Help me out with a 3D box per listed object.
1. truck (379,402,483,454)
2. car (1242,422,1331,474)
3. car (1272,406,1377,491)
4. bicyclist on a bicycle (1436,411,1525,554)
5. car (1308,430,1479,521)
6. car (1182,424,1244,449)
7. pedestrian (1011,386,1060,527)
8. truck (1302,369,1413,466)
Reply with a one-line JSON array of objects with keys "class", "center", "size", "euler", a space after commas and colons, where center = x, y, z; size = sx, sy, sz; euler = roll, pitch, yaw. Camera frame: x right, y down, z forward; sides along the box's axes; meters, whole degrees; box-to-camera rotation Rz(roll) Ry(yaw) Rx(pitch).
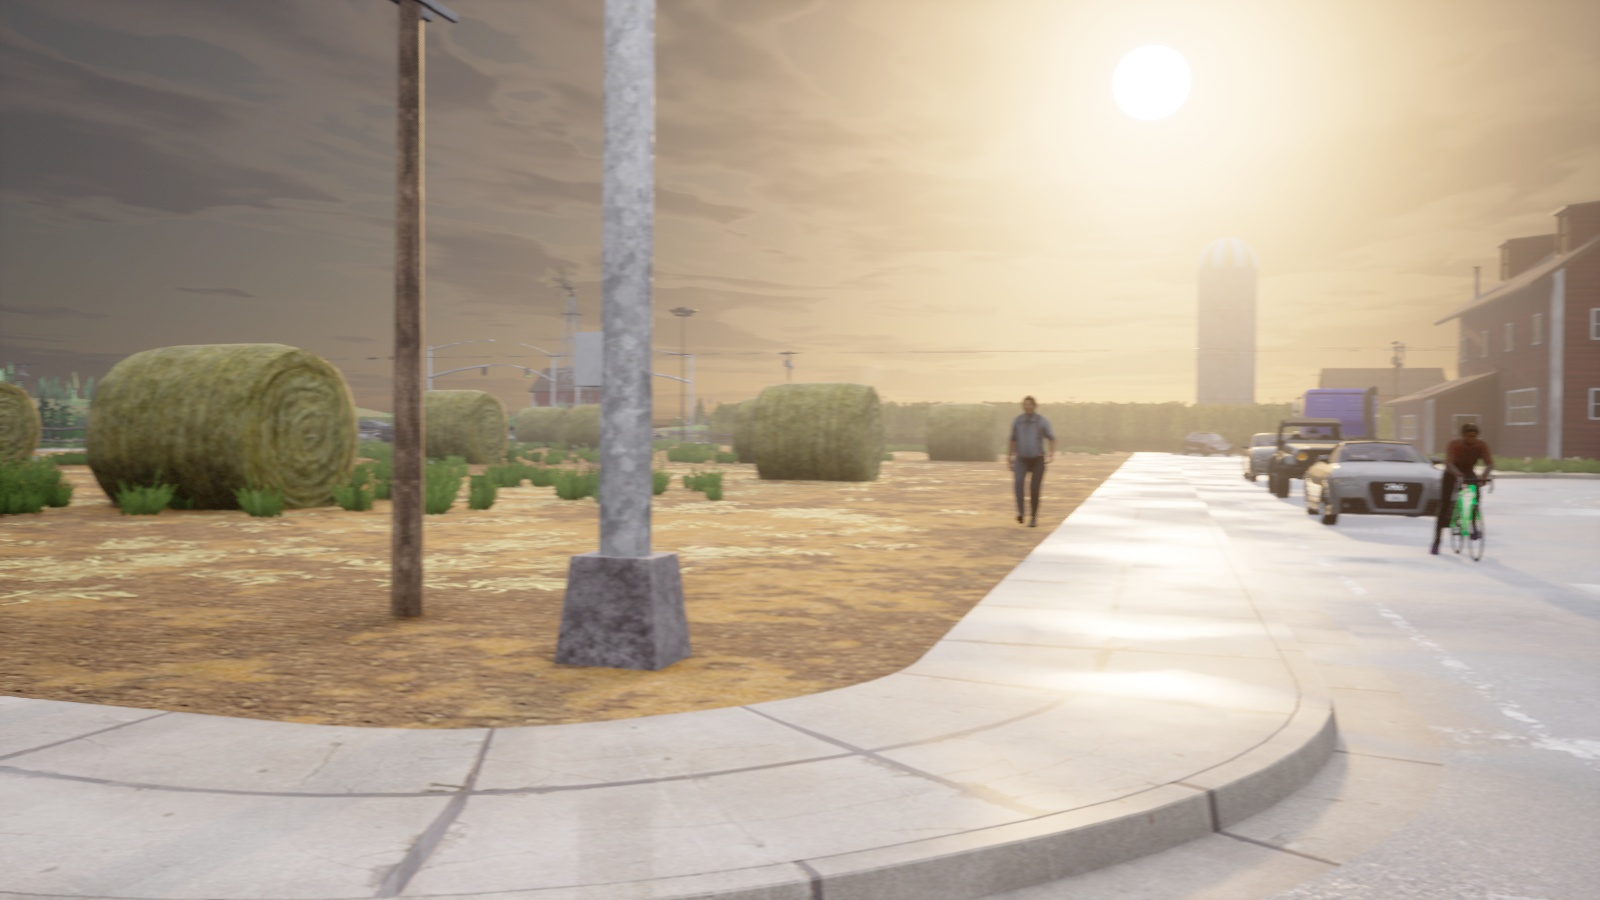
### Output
[{"class": "truck", "center": [-25.887, -1.533, 88.509], "size": [2.891, 3.462, 7.936], "euler": [0, 1, 20]}, {"class": "car", "center": [14.990, -0.088, 38.900], "size": [2.128, 1.511, 4.902], "euler": [-1, 1, 16]}, {"class": "car", "center": [12.413, -0.066, 29.931], "size": [1.905, 1.878, 3.866], "euler": [0, 1, 16]}, {"class": "bicyclist on a bicycle", "center": [8.126, 0.356, 15.050], "size": [0.582, 1.620, 1.656], "euler": [-1, 1, 16]}, {"class": "car", "center": [9.961, 0.358, 21.418], "size": [1.994, 1.385, 4.181], "euler": [0, 1, 16]}, {"class": "car", "center": [27.439, -0.907, 83.523], "size": [2.033, 1.649, 4.856], "euler": [0, 1, -7]}, {"class": "pedestrian", "center": [3.170, 0.076, 16.869], "size": [0.540, 1.848, 0.694], "euler": [0, 1, 19]}, {"class": "truck", "center": [21.505, -1.217, 48.877], "size": [2.891, 3.462, 7.936], "euler": [0, 1, 16]}]
